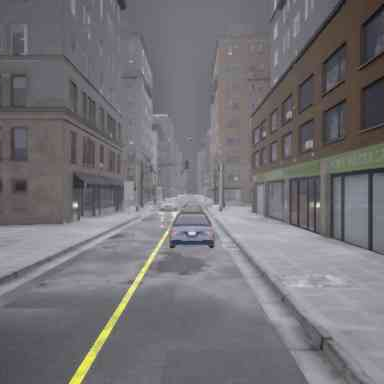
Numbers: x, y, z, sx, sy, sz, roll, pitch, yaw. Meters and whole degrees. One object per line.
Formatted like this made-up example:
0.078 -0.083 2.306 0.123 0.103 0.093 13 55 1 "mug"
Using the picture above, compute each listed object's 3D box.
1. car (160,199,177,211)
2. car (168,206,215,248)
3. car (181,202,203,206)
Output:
-2.750 1.558 40.651 1.812 1.442 4.674 0 0 0 "car"
0.000 1.561 14.651 2.033 1.411 5.357 0 0 0 "car"
0.000 1.570 29.651 1.994 1.385 4.181 0 0 0 "car"
